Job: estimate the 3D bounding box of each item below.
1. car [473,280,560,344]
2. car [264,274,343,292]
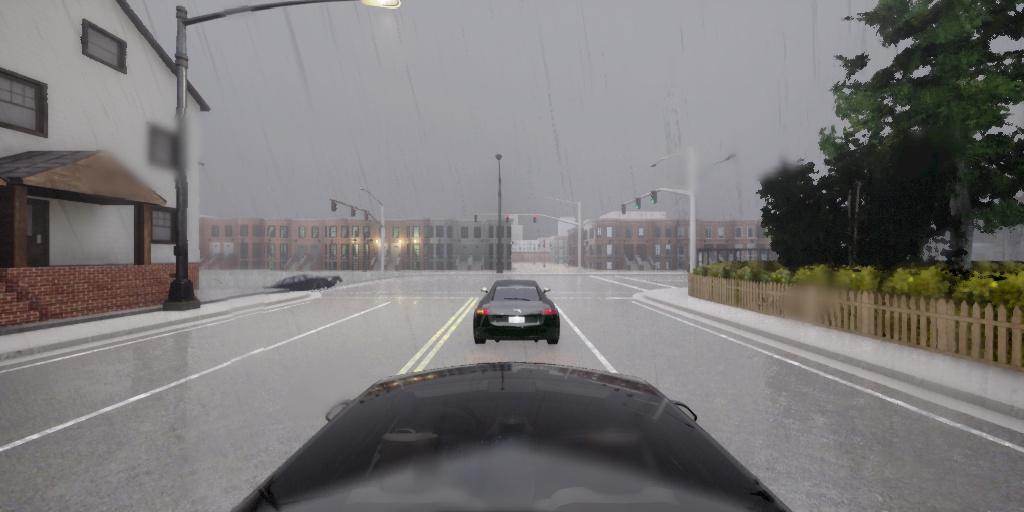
[{"bbox_3d":[0.101,1.314,9.569,1.994,1.385,4.181,0,0,0],"label":"car"},{"bbox_3d":[-15.650,2.098,26.801,5.357,1.411,2.033,-12,0,2],"label":"car"}]
